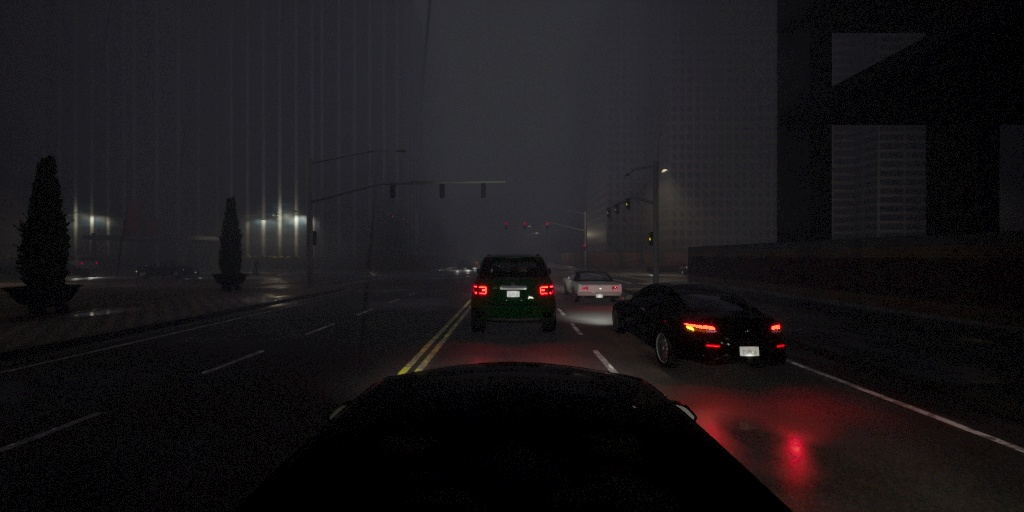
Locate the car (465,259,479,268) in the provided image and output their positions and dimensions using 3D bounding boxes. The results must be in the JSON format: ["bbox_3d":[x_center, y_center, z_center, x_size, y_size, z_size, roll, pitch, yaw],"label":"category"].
[{"bbox_3d":[-7.028,1.228,63.020,1.882,1.535,5.008,0,0,0],"label":"car"}]

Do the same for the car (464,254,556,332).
[{"bbox_3d":[0.057,0.971,10.968,2.150,2.045,5.566,0,0,1],"label":"car"}]

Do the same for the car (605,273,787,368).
[{"bbox_3d":[3.589,1.276,7.725,1.812,1.442,4.674,0,0,0],"label":"car"}]

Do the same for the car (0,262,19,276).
[{"bbox_3d":[-50.681,1.314,36.518,4.181,1.385,1.994,0,0,3],"label":"car"}]

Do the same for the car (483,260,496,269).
[{"bbox_3d":[-3.552,1.351,57.465,1.895,1.301,4.718,0,0,0],"label":"car"}]

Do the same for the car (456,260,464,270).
[{"bbox_3d":[-7.062,1.276,53.684,1.812,1.442,4.674,0,0,0],"label":"car"}]

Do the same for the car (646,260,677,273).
[{"bbox_3d":[17.806,1.228,40.636,5.008,1.535,1.882,0,0,0],"label":"car"}]

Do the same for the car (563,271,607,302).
[{"bbox_3d":[3.593,1.351,16.887,1.895,1.301,4.718,0,0,0],"label":"car"}]

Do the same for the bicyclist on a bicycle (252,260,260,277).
[{"bbox_3d":[-24.647,1.203,34.507,0.582,1.620,1.656,0,0,-13],"label":"bicyclist on a bicycle"}]

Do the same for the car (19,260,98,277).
[{"bbox_3d":[-41.555,1.314,32.939,4.181,1.385,1.994,0,0,0],"label":"car"}]

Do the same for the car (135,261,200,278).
[{"bbox_3d":[-31.588,1.241,32.987,4.902,1.511,2.128,0,0,0],"label":"car"}]

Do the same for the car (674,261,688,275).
[{"bbox_3d":[19.875,1.351,37.123,4.718,1.301,1.895,0,0,1],"label":"car"}]

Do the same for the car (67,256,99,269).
[{"bbox_3d":[-49.787,0.971,40.068,5.566,2.045,2.150,0,0,0],"label":"car"}]
